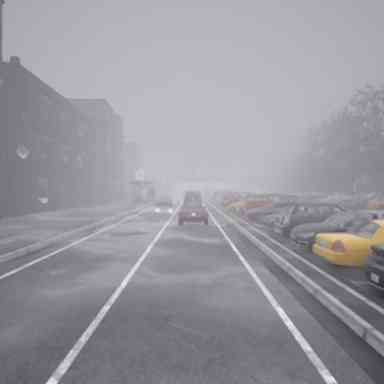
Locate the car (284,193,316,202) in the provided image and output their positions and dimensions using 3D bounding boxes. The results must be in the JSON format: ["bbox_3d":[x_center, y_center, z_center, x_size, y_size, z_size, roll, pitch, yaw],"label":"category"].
[{"bbox_3d":[19.384,0.964,59.736,5.008,1.535,2.097,0,1,0],"label":"car"}]

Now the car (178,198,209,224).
[{"bbox_3d":[0.097,1.377,22.923,1.994,1.385,4.181,0,0,0],"label":"car"}]

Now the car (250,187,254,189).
[{"bbox_3d":[19.688,0.001,93.055,5.366,1.575,1.946,0,3,0],"label":"car"}]

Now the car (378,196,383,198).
[{"bbox_3d":[19.287,1.316,28.980,4.674,1.452,2.002,0,1,0],"label":"car"}]

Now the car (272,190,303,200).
[{"bbox_3d":[19.446,0.586,68.097,5.566,2.045,2.435,0,1,0],"label":"car"}]

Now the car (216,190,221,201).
[{"bbox_3d":[6.240,0.956,48.607,4.553,1.767,2.185,0,1,0],"label":"car"}]

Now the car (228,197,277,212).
[{"bbox_3d":[6.226,1.264,34.567,4.674,1.452,2.002,0,1,0],"label":"car"}]

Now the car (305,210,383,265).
[{"bbox_3d":[6.323,1.445,9.517,5.366,1.575,1.946,0,0,0],"label":"car"}]

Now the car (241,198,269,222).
[{"bbox_3d":[6.156,1.358,23.434,4.792,1.488,2.163,0,1,0],"label":"car"}]

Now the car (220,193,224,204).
[{"bbox_3d":[6.247,1.168,40.134,5.008,1.535,2.097,0,1,0],"label":"car"}]

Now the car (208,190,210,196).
[{"bbox_3d":[6.331,0.840,67.977,5.008,1.535,2.097,0,1,0],"label":"car"}]

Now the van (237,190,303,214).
[{"bbox_3d":[6.078,1.076,26.279,4.442,1.987,1.878,0,1,0],"label":"van"}]

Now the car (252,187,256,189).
[{"bbox_3d":[19.464,0.158,90.405,4.792,1.488,2.163,0,3,0],"label":"car"}]

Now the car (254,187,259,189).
[{"bbox_3d":[19.479,0.247,87.615,5.008,1.535,2.097,0,2,0],"label":"car"}]

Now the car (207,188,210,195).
[{"bbox_3d":[6.397,0.516,76.328,4.553,1.767,2.185,0,2,0],"label":"car"}]

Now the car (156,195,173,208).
[{"bbox_3d":[-3.367,1.112,41.493,1.882,1.535,5.008,0,1,0],"label":"car"}]

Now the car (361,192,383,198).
[{"bbox_3d":[19.262,1.124,31.764,4.553,1.767,2.185,0,1,0],"label":"car"}]

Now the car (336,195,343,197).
[{"bbox_3d":[19.341,1.225,37.337,4.792,1.488,2.163,0,1,0],"label":"car"}]

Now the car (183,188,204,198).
[{"bbox_3d":[0.076,0.867,40.684,2.150,2.045,5.566,0,1,0],"label":"car"}]

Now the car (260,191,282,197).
[{"bbox_3d":[19.458,0.465,81.911,4.892,1.521,2.231,0,2,0],"label":"car"}]

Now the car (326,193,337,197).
[{"bbox_3d":[19.328,1.169,40.119,4.892,1.521,2.231,0,1,0],"label":"car"}]

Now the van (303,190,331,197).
[{"bbox_3d":[19.243,0.827,51.256,4.442,1.987,1.878,0,1,0],"label":"van"}]

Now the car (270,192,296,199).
[{"bbox_3d":[19.432,0.778,70.891,5.008,1.535,2.097,0,1,0],"label":"car"}]

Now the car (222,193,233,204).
[{"bbox_3d":[6.227,1.196,37.351,5.008,1.535,2.097,0,1,0],"label":"car"}]

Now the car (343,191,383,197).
[{"bbox_3d":[19.275,0.972,34.546,5.566,2.045,2.435,0,1,0],"label":"car"}]

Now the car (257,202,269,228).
[{"bbox_3d":[6.169,1.418,17.868,4.674,1.452,2.002,0,1,0],"label":"car"}]

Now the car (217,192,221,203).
[{"bbox_3d":[6.267,1.113,45.701,4.892,1.521,2.231,0,1,0],"label":"car"}]

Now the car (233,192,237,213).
[{"bbox_3d":[6.173,1.151,29.000,4.553,1.767,2.185,0,1,0],"label":"car"}]

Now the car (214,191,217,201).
[{"bbox_3d":[6.465,1.050,51.266,5.366,1.575,1.946,0,1,0],"label":"car"}]

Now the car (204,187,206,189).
[{"bbox_3d":[6.416,0.008,93.043,4.892,1.521,2.231,0,3,0],"label":"car"}]

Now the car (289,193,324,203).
[{"bbox_3d":[19.564,0.992,56.828,5.366,1.575,1.946,0,1,0],"label":"car"}]

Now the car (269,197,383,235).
[{"bbox_3d":[6.125,1.277,15.084,4.553,1.767,2.185,0,0,0],"label":"car"}]

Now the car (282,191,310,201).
[{"bbox_3d":[19.430,0.805,62.520,4.553,1.767,2.185,0,1,0],"label":"car"}]

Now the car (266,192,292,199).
[{"bbox_3d":[19.251,0.709,73.680,5.366,1.575,1.946,0,2,0],"label":"car"}]

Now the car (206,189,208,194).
[{"bbox_3d":[6.404,0.587,79.119,4.792,1.488,2.163,0,2,0],"label":"car"}]

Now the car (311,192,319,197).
[{"bbox_3d":[19.343,1.151,45.690,4.674,1.452,2.002,0,1,0],"label":"car"}]

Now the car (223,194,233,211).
[{"bbox_3d":[6.028,1.247,31.785,5.366,1.575,1.946,0,1,0],"label":"car"}]

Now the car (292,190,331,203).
[{"bbox_3d":[19.341,0.773,54.041,5.566,2.045,2.435,0,1,0],"label":"car"}]

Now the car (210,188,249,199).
[{"bbox_3d":[6.327,0.744,56.830,5.566,2.045,2.435,0,1,0],"label":"car"}]

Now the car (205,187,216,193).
[{"bbox_3d":[6.363,0.239,84.685,4.553,1.767,2.185,0,2,0],"label":"car"}]

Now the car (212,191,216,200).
[{"bbox_3d":[6.284,1.024,54.050,5.008,1.535,2.097,0,1,0],"label":"car"}]

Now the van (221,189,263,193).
[{"bbox_3d":[6.368,0.914,42.914,4.442,1.987,1.878,0,1,0],"label":"van"}]

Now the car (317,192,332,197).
[{"bbox_3d":[19.337,1.140,42.904,5.008,1.535,2.097,0,1,0],"label":"car"}]

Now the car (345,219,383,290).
[{"bbox_3d":[6.122,1.472,6.735,4.892,1.521,2.231,0,0,0],"label":"car"}]

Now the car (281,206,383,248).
[{"bbox_3d":[6.153,1.426,12.301,4.892,1.521,2.231,0,0,0],"label":"car"}]
